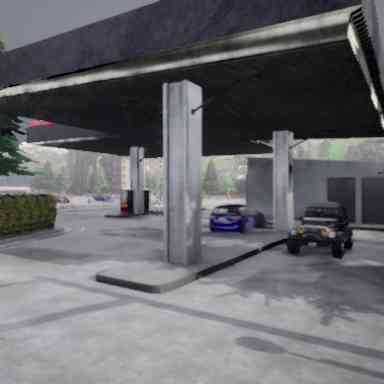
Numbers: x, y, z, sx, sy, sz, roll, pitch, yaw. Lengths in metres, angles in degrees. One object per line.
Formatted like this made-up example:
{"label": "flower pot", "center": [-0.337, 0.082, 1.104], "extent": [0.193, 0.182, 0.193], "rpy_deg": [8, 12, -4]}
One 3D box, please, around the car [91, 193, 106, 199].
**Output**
{"label": "car", "center": [-24.523, 1.070, 87.141], "extent": [3.633, 1.501, 1.845], "rpy_deg": [0, 0, 33]}

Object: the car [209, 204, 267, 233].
{"label": "car", "center": [2.856, 1.545, 20.091], "extent": [2.242, 1.667, 4.611], "rpy_deg": [0, 0, 33]}

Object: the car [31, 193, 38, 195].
{"label": "car", "center": [-34.777, 0.909, 71.641], "extent": [4.605, 1.855, 1.932], "rpy_deg": [0, 0, 33]}

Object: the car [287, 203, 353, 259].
{"label": "car", "center": [5.234, 1.415, 13.366], "extent": [1.905, 1.878, 3.866], "rpy_deg": [0, 0, 33]}

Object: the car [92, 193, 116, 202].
{"label": "car", "center": [-17.261, 1.143, 64.548], "extent": [3.633, 1.501, 1.845], "rpy_deg": [0, 0, 33]}

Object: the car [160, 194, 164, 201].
{"label": "car", "center": [-4.367, 1.095, 70.288], "extent": [5.027, 1.636, 2.152], "rpy_deg": [0, 0, 33]}

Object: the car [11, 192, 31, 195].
{"label": "car", "center": [-36.017, 0.907, 68.981], "extent": [3.866, 1.878, 1.905], "rpy_deg": [0, 0, 33]}

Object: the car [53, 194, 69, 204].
{"label": "car", "center": [-22.749, 1.184, 56.196], "extent": [4.514, 1.523, 2.007], "rpy_deg": [0, 0, 33]}
